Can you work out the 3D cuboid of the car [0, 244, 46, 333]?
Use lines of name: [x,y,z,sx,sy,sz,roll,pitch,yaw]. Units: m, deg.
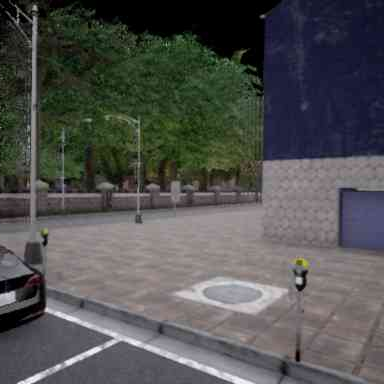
car: [-4.332,1.540,5.887,4.313,1.339,1.947,0,1,36]
